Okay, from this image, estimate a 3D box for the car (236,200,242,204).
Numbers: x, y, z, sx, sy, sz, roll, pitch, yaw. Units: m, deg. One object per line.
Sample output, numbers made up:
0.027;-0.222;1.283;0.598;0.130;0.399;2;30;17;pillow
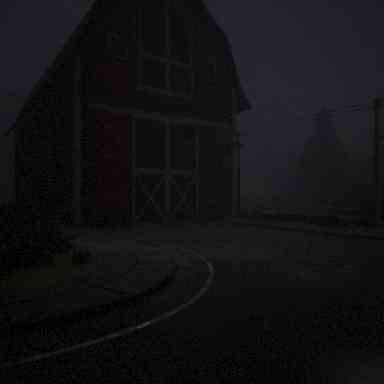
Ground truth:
3.750;1.241;41.333;2.150;2.045;5.566;0;0;-34;car
